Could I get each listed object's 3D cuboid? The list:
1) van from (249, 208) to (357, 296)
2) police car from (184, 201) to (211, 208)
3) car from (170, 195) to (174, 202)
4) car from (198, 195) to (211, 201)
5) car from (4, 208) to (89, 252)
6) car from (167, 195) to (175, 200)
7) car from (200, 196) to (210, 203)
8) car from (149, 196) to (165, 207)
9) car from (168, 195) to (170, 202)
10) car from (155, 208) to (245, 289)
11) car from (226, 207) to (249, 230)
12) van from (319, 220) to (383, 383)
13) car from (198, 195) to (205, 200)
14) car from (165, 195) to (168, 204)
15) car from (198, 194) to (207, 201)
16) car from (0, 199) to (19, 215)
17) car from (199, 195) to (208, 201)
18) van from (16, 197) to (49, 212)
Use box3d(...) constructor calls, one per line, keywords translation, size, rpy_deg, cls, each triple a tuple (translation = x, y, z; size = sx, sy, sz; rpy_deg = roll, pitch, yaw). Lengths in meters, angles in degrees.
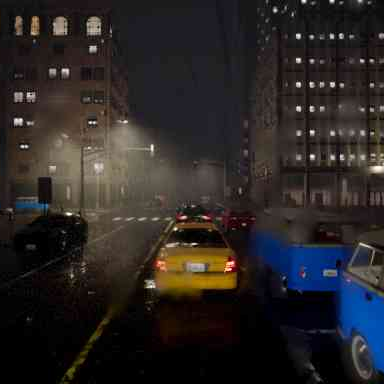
box3d(translation=(2.704, 1.343, 8.335), size=(1.690, 1.788, 3.998), rpy_deg=(1, 0, 0), cls="van")
box3d(translation=(0.106, 1.505, 19.415), size=(2.038, 1.542, 4.974), rpy_deg=(0, 0, 0), cls="police car")
box3d(translation=(-5.673, 1.517, 74.539), size=(2.008, 1.369, 4.403), rpy_deg=(1, 0, 0), cls="car")
box3d(translation=(2.706, 1.529, 63.235), size=(2.008, 1.369, 4.403), rpy_deg=(1, 0, 0), cls="car")
box3d(translation=(-5.679, 1.567, 13.918), size=(1.947, 1.339, 4.313), rpy_deg=(1, 0, 0), cls="car")
box3d(translation=(-5.671, 1.472, 91.325), size=(1.752, 1.417, 4.829), rpy_deg=(1, 0, 0), cls="car")
box3d(translation=(2.707, 1.517, 68.886), size=(1.887, 1.381, 4.507), rpy_deg=(1, 0, 0), cls="car")
box3d(translation=(-5.676, 1.572, 51.933), size=(1.802, 1.307, 4.206), rpy_deg=(1, 0, 0), cls="car")
box3d(translation=(-5.674, 1.560, 63.237), size=(1.802, 1.307, 4.206), rpy_deg=(1, 0, 0), cls="car")
box3d(translation=(0.098, 1.458, 9.095), size=(1.801, 1.575, 5.366), rpy_deg=(0, 0, 0), cls="car")
box3d(translation=(2.702, 1.545, 19.488), size=(1.887, 1.381, 4.507), rpy_deg=(1, 0, 0), cls="car")
box3d(translation=(2.704, 1.342, 2.758), size=(1.690, 1.788, 3.998), rpy_deg=(1, 0, 0), cls="van")
box3d(translation=(2.709, 1.472, 91.663), size=(1.752, 1.417, 4.829), rpy_deg=(1, 0, 0), cls="car")
box3d(translation=(-5.673, 1.425, 57.586), size=(1.967, 1.590, 4.097), rpy_deg=(1, 0, 0), cls="car")
box3d(translation=(2.710, 1.393, 85.841), size=(1.967, 1.590, 4.097), rpy_deg=(1, 0, 0), cls="car")
box3d(translation=(-19.840, 1.620, 32.423), size=(4.403, 1.369, 2.008), rpy_deg=(0, 0, 1), cls="car")
box3d(translation=(2.708, 1.510, 80.189), size=(2.008, 1.369, 4.403), rpy_deg=(1, 0, 0), cls="car")
box3d(translation=(-19.732, 1.525, 40.804), size=(3.998, 1.788, 1.690), rpy_deg=(0, 0, 1), cls="van")
